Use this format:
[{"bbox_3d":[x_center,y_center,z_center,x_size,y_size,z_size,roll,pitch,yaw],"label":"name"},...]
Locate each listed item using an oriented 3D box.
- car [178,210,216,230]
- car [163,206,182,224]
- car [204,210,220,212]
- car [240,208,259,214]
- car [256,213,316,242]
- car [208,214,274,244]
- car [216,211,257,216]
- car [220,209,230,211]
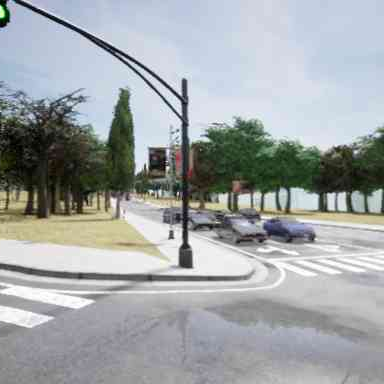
[{"bbox_3d":[0.462,2.784,31.514,2.033,1.411,5.357,0,-2,-15],"label":"car"},{"bbox_3d":[-2.206,2.826,41.801,2.150,2.045,5.566,0,-2,-15],"label":"car"},{"bbox_3d":[1.438,3.020,40.703,1.837,1.490,4.892,0,-2,-15],"label":"car"},{"bbox_3d":[7.303,2.904,44.384,2.097,1.767,4.553,0,-2,-14],"label":"car"},{"bbox_3d":[6.254,2.409,22.111,1.812,1.442,4.674,0,-2,-15],"label":"car"},{"bbox_3d":[2.980,2.465,21.793,2.033,1.411,5.357,0,-2,-15],"label":"car"},{"bbox_3d":[4.032,2.764,30.691,1.895,1.301,4.718,0,-2,-15],"label":"car"},{"bbox_3d":[4.015,3.096,44.114,1.837,1.490,4.892,0,-2,-15],"label":"car"}]
